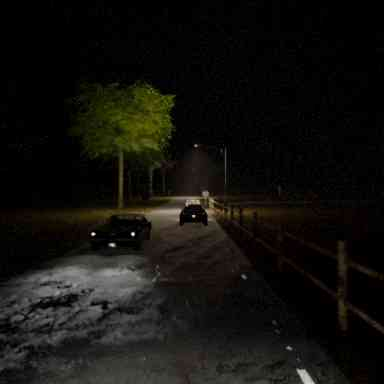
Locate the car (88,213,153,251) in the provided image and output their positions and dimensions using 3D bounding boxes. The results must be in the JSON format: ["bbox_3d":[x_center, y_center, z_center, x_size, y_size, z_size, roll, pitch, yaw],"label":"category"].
[{"bbox_3d":[-2.847,1.602,14.165,1.895,1.301,4.718,0,0,0],"label":"car"}]

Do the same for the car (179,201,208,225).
[{"bbox_3d":[0.104,1.568,24.027,1.994,1.385,4.181,0,0,0],"label":"car"}]
